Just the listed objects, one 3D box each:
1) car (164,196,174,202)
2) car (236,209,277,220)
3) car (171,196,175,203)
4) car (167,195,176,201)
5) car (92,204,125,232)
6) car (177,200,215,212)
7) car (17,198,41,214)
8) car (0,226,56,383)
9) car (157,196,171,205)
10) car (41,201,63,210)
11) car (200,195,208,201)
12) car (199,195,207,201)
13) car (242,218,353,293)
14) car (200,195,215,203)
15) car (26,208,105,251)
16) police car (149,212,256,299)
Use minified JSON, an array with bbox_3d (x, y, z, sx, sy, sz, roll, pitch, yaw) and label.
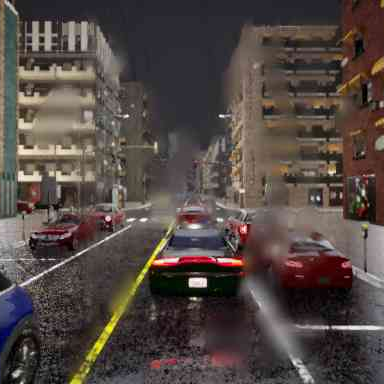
[{"bbox_3d":[-5.065,1.544,74.919,1.947,1.339,4.313,1,0,0],"label":"car"},{"bbox_3d":[2.620,1.437,14.141,1.967,1.590,4.097,1,0,0],"label":"car"},{"bbox_3d":[-5.083,1.505,69.078,1.752,1.417,4.829,1,0,0],"label":"car"},{"bbox_3d":[-5.046,1.520,80.590,1.887,1.381,4.507,1,0,0],"label":"car"},{"bbox_3d":[-5.251,1.436,19.693,1.967,1.590,4.097,1,0,0],"label":"car"},{"bbox_3d":[0.125,1.473,19.036,1.882,1.535,5.008,0,0,0],"label":"car"},{"bbox_3d":[-17.462,1.227,31.244,5.009,1.841,2.192,0,-1,0],"label":"car"},{"bbox_3d":[-2.835,1.351,1.980,2.097,1.767,4.553,0,0,0],"label":"car"},{"bbox_3d":[-5.120,1.509,57.736,1.752,1.417,4.829,1,0,0],"label":"car"},{"bbox_3d":[-17.498,1.573,39.120,4.313,1.339,1.947,0,-1,0],"label":"car"},{"bbox_3d":[2.834,1.520,80.594,1.887,1.381,4.507,1,0,0],"label":"car"},{"bbox_3d":[2.853,1.524,86.265,2.008,1.369,4.403,1,0,0],"label":"car"},{"bbox_3d":[2.600,1.580,8.592,1.802,1.307,4.206,1,0,0],"label":"car"},{"bbox_3d":[2.742,1.537,52.240,2.008,1.369,4.403,1,0,0],"label":"car"},{"bbox_3d":[-5.267,1.579,14.144,1.802,1.307,4.206,1,0,0],"label":"car"},{"bbox_3d":[0.124,1.503,8.575,2.038,1.542,4.974,0,0,0],"label":"police car"}]
